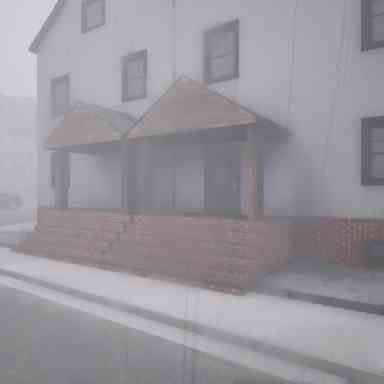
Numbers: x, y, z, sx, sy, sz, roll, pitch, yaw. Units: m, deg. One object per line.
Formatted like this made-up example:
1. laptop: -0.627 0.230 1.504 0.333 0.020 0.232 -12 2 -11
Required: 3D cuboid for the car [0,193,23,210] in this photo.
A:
1. car: -16.157 0.891 26.523 1.837 1.490 4.892 0 7 35
